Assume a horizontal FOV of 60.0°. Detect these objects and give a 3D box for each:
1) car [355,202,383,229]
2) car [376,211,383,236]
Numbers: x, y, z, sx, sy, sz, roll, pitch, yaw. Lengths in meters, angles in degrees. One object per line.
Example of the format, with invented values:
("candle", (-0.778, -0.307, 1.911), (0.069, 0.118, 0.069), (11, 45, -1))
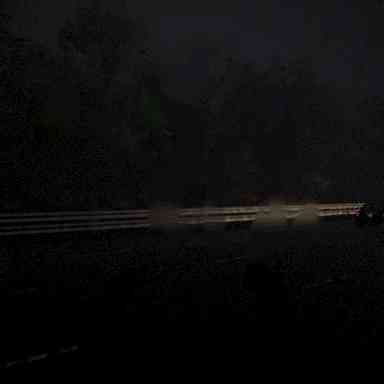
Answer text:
("car", (12.427, 1.446, 21.172), (4.553, 1.767, 2.097), (0, 0, -35))
("car", (11.046, 1.677, 15.903), (4.718, 1.301, 1.895), (0, 0, -35))
